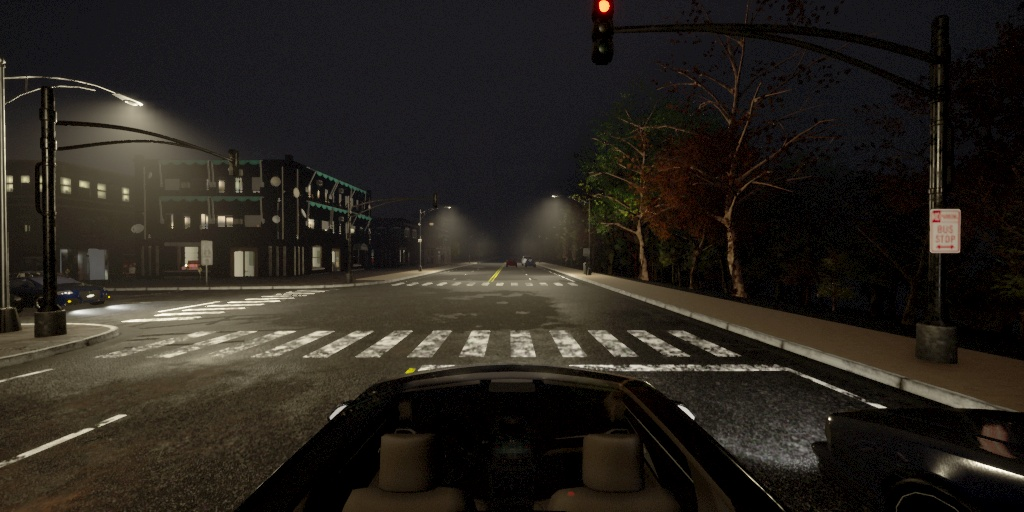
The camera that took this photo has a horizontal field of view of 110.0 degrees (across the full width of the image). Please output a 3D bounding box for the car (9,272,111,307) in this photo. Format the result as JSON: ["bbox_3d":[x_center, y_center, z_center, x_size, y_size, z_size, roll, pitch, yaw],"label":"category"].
[{"bbox_3d":[-19.866,1.534,15.202,4.181,1.385,1.994,-1,1,0],"label":"car"}]

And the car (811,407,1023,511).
[{"bbox_3d":[3.354,1.298,0.392,2.033,1.411,5.357,0,0,0],"label":"car"}]

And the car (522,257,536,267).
[{"bbox_3d":[3.202,1.274,63.173,2.033,1.411,5.357,0,0,0],"label":"car"}]

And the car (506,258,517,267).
[{"bbox_3d":[-0.051,1.204,63.140,1.882,1.535,5.008,0,0,0],"label":"car"}]

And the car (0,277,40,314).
[{"bbox_3d":[-19.973,1.565,12.496,4.313,1.339,1.948,0,0,0],"label":"car"}]
